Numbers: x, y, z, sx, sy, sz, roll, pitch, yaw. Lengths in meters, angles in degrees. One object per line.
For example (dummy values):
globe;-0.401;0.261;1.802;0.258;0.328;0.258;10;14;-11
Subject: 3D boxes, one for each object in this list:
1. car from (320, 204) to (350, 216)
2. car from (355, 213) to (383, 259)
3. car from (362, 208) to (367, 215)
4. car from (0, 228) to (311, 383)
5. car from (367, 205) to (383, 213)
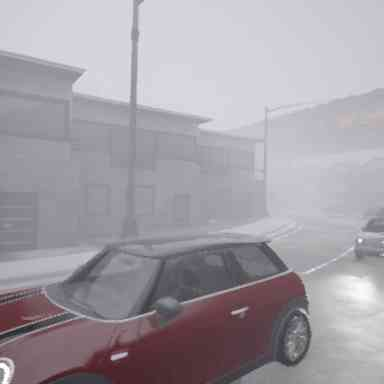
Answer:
car;18.549;2.304;43.335;1.837;1.490;4.892;1;-2;-6
car;7.336;1.699;12.355;1.895;1.301;4.718;0;0;34
car;18.723;2.010;33.194;2.128;1.511;4.902;1;-1;6
car;-0.520;1.380;4.103;4.553;1.767;2.097;1;0;-40
car;12.258;1.665;20.399;1.882;1.535;5.008;1;0;23
